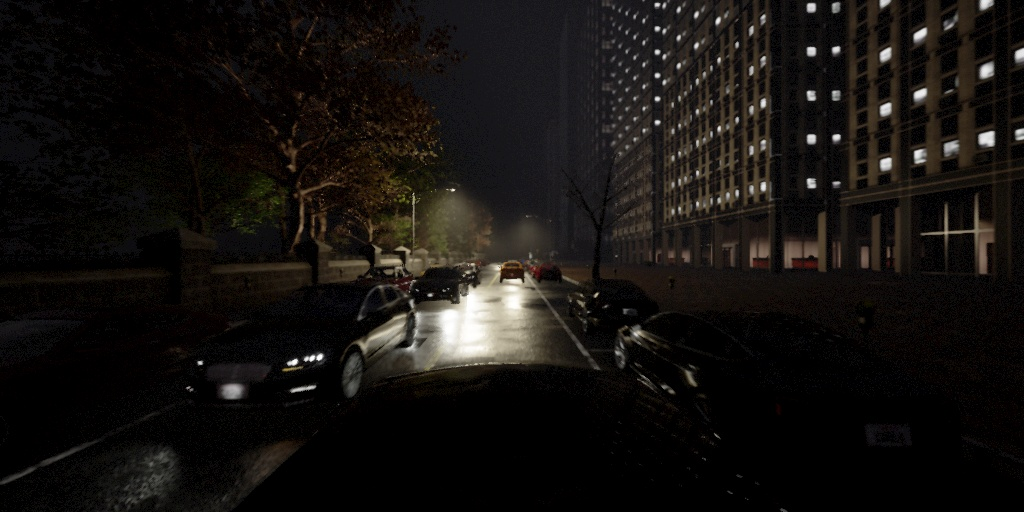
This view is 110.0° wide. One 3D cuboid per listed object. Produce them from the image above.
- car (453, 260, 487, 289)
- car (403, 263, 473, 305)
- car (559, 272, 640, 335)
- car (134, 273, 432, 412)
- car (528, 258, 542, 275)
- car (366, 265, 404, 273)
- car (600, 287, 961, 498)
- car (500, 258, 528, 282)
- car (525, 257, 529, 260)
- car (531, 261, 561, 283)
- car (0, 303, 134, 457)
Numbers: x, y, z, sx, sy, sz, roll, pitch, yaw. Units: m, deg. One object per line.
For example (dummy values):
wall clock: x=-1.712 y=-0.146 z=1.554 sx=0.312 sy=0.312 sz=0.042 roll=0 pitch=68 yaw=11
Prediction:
car: x=-2.995 y=1.223 z=23.094 sx=2.128 sy=1.511 sz=4.902 roll=0 pitch=0 yaw=0
car: x=-3.087 y=1.242 z=16.002 sx=1.837 sy=1.490 sz=4.892 roll=0 pitch=0 yaw=0
car: x=2.691 y=1.307 z=10.276 sx=1.948 sy=1.339 sz=4.313 roll=0 pitch=0 yaw=0
car: x=-3.100 y=1.237 z=6.428 sx=2.128 sy=1.511 sz=4.902 roll=0 pitch=0 yaw=0
car: x=2.696 y=1.166 z=32.805 sx=1.967 sy=1.591 sz=4.097 roll=0 pitch=0 yaw=0
car: x=-5.688 y=1.176 z=15.910 sx=1.967 sy=1.591 sz=4.097 roll=0 pitch=0 yaw=0
car: x=2.689 y=1.313 z=4.643 sx=1.948 sy=1.339 sz=4.313 roll=0 pitch=0 yaw=0
car: x=0.034 y=1.206 z=28.487 sx=1.882 sy=1.535 sz=5.008 roll=0 pitch=0 yaw=1
car: x=2.698 y=1.164 z=38.437 sx=1.967 sy=1.591 sz=4.097 roll=0 pitch=0 yaw=0
car: x=2.695 y=1.274 z=27.173 sx=1.888 sy=1.381 sz=4.507 roll=0 pitch=0 yaw=0
car: x=-5.691 y=1.329 z=4.645 sx=1.802 sy=1.307 sz=4.207 roll=0 pitch=0 yaw=0
